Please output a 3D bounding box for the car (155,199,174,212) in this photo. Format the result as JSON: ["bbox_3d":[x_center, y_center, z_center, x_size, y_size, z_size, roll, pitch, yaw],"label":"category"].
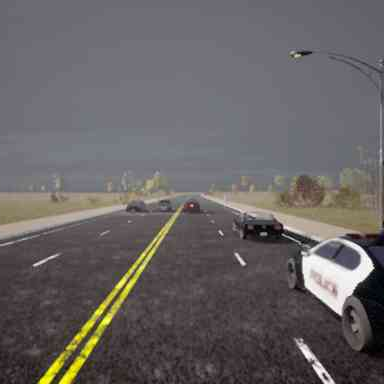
[{"bbox_3d":[-3.255,1.628,40.110,1.812,1.442,4.674,0,0,0],"label":"car"}]

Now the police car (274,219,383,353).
[{"bbox_3d":[3.249,1.521,6.265,2.038,1.542,4.974,0,0,0],"label":"police car"}]

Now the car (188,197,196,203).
[{"bbox_3d":[-0.009,1.736,73.753,1.895,1.301,4.718,0,0,0],"label":"car"}]

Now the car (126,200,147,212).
[{"bbox_3d":[-6.510,1.628,39.532,2.033,1.411,5.357,0,0,0],"label":"car"}]

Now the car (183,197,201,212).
[{"bbox_3d":[-0.010,1.584,39.466,2.163,1.488,4.792,0,0,0],"label":"car"}]

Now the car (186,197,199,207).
[{"bbox_3d":[0.093,1.657,55.859,2.033,1.411,5.357,0,0,0],"label":"car"}]

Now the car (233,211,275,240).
[{"bbox_3d":[3.248,1.641,17.294,1.895,1.301,4.718,0,0,0],"label":"car"}]
